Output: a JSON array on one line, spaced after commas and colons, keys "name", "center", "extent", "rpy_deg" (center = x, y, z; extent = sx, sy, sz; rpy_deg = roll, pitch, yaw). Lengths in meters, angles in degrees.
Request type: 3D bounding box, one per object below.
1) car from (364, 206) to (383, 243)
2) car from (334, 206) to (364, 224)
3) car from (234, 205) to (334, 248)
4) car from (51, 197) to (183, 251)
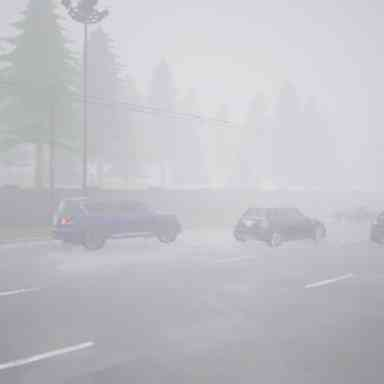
[{"name": "car", "center": [10.268, 1.430, 15.362], "extent": [4.553, 1.767, 2.097], "rpy_deg": [0, 0, -35]}, {"name": "car", "center": [13.066, 1.718, 25.953], "extent": [4.718, 1.301, 1.895], "rpy_deg": [0, 0, -35]}, {"name": "car", "center": [4.126, 1.407, 15.283], "extent": [4.553, 1.767, 2.097], "rpy_deg": [0, 0, -35]}, {"name": "car", "center": [-3.093, 1.251, 14.450], "extent": [5.566, 2.045, 2.150], "rpy_deg": [0, 0, -35]}]
